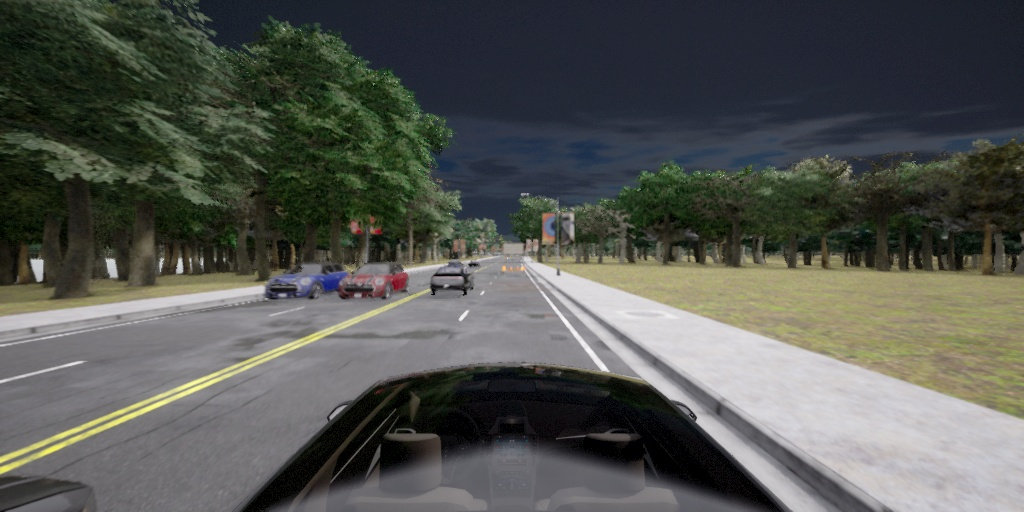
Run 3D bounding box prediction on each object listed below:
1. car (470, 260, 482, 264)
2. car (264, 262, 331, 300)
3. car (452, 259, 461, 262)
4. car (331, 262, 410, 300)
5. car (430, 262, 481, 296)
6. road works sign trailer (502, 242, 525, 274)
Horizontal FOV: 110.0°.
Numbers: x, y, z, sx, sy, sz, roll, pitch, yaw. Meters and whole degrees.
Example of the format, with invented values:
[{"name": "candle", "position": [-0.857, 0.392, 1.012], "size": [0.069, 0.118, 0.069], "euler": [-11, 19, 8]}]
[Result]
[{"name": "car", "position": [-6.216, 1.327, 59.596], "size": [1.895, 1.301, 4.718], "euler": [0, 0, 1]}, {"name": "car", "position": [-9.825, 1.108, 17.616], "size": [2.097, 1.767, 4.553], "euler": [0, 0, 0]}, {"name": "car", "position": [-9.463, 1.274, 59.632], "size": [2.033, 1.411, 5.357], "euler": [0, 0, 1]}, {"name": "car", "position": [-6.575, 1.108, 17.591], "size": [2.097, 1.767, 4.553], "euler": [0, 0, 0]}, {"name": "car", "position": [-3.121, 1.249, 19.513], "size": [2.128, 1.511, 4.902], "euler": [0, 0, 0]}, {"name": "road works sign trailer", "position": [0.132, 0.220, 40.231], "size": [2.380, 3.560, 2.880], "euler": [0, 0, 0]}]
